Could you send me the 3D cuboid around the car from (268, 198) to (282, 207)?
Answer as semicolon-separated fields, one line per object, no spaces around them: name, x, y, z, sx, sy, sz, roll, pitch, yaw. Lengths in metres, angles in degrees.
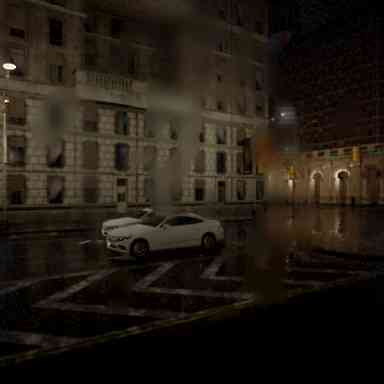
car;10.866;1.586;50.404;1.895;1.301;4.718;0;0;-32

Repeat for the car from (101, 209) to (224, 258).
car;-0.911;1.523;12.799;4.674;1.442;1.812;0;0;-32

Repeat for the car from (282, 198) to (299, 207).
car;14.406;1.548;51.366;1.994;1.385;4.181;0;0;-32
